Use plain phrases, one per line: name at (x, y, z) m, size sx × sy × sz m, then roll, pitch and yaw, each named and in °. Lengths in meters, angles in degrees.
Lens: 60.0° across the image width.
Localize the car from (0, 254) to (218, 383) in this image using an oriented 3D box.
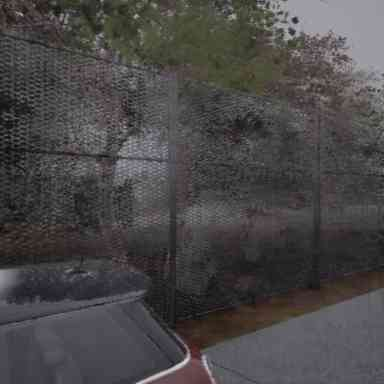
car at (-1.983, 1.347, 1.672) m, size 4.553 × 1.767 × 2.097 m, roll 0°, pitch 0°, yaw -36°
